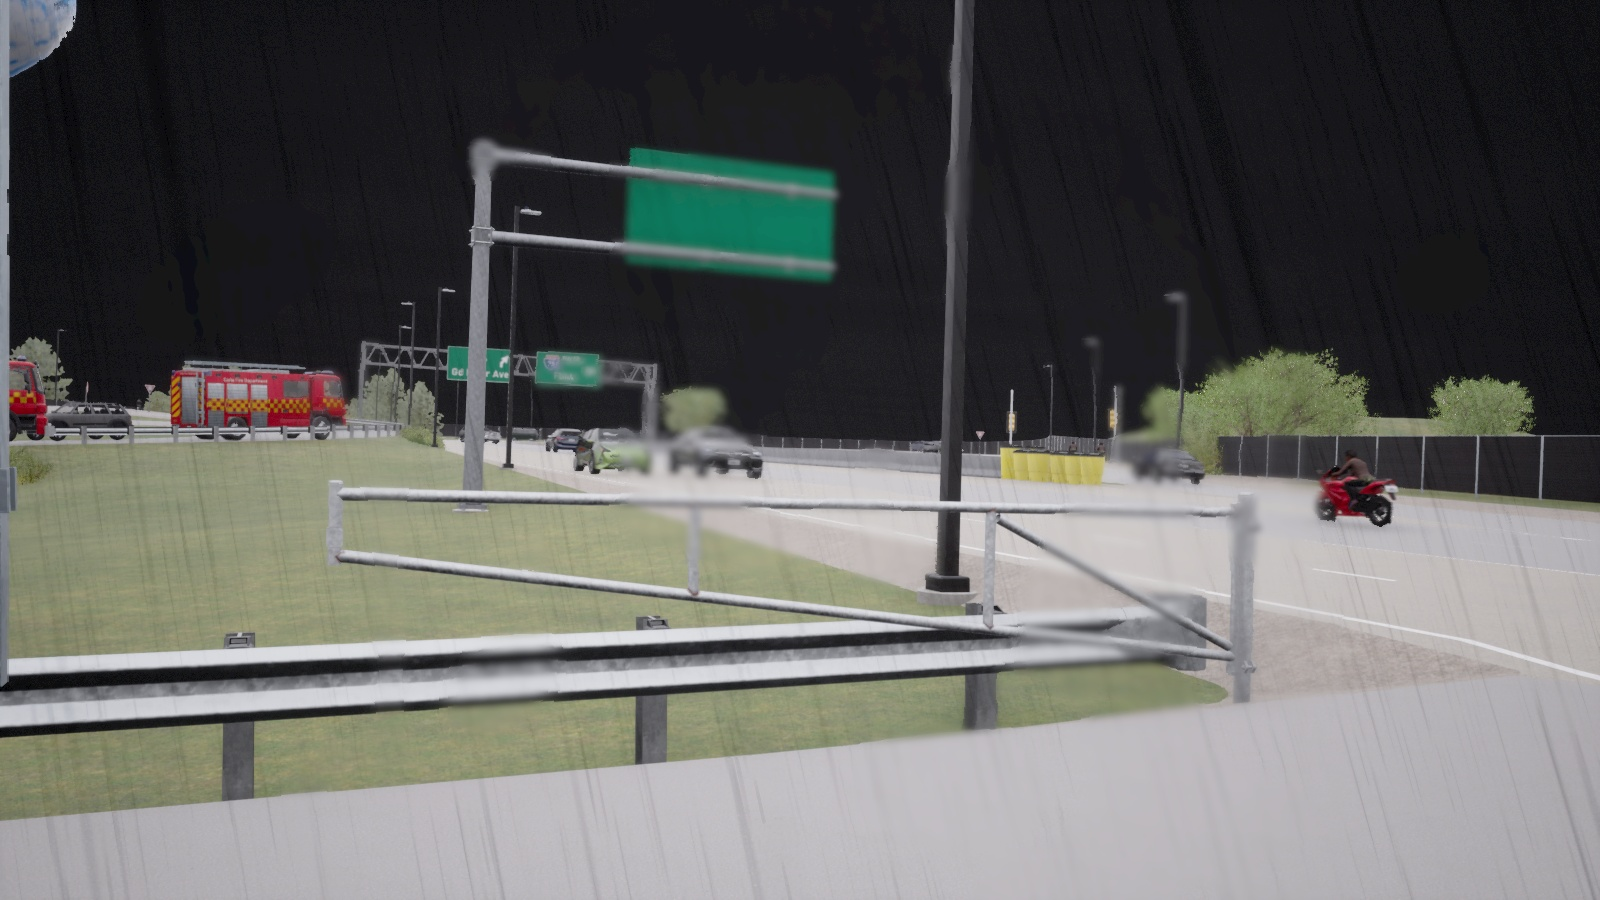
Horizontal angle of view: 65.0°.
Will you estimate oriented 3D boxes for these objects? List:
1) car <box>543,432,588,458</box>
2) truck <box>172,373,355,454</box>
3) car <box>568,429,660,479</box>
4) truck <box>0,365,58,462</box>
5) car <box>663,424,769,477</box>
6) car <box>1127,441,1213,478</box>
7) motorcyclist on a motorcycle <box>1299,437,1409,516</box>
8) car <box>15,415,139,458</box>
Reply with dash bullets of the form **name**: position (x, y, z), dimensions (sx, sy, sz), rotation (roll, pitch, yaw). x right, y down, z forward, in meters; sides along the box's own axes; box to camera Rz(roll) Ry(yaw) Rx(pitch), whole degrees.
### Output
- **car**: position (-16.245, -0.366, 86.849), dimensions (2.242, 1.667, 4.611), rotation (1, 0, -21)
- **truck**: position (-27.107, -1.860, 63.972), dimensions (2.891, 3.827, 8.468), rotation (1, 2, 31)
- **car**: position (-6.146, 0.114, 41.025), dimensions (2.007, 1.525, 4.514), rotation (1, 0, -21)
- **truck**: position (-34.549, -1.392, 50.018), dimensions (8.468, 3.827, 2.891), rotation (-2, 1, -30)
- **car**: position (-2.910, -0.002, 42.369), dimensions (2.152, 1.651, 5.027), rotation (1, 0, -21)
- **car**: position (15.151, 0.353, 51.773), dimensions (2.033, 1.411, 5.357), rotation (1, 1, 1)
- **motorcyclist on a motorcycle**: position (11.134, 0.515, 25.302), dimensions (0.797, 1.523, 2.044), rotation (1, 0, -21)
- **car**: position (-33.538, -0.641, 58.367), dimensions (1.932, 1.855, 4.605), rotation (0, 2, 28)
